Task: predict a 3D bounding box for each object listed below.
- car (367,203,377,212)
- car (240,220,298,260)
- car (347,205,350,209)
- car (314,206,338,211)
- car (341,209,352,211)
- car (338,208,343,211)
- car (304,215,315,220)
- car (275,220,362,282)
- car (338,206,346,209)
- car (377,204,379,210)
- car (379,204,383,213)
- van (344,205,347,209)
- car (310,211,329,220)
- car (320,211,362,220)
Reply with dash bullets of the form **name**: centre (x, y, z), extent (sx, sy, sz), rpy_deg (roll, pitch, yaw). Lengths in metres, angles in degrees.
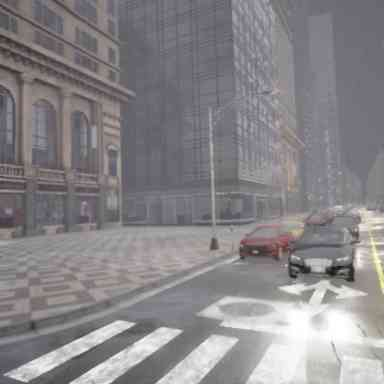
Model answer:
- **car**: centre (43.849, 4.095, 81.137), extent (1.994, 1.385, 4.181), rpy_deg (-4, -3, 27)
- **car**: centre (3.579, 2.239, 15.419), extent (1.887, 1.381, 4.507), rpy_deg (-3, -3, 27)
- **car**: centre (29.232, 3.624, 65.459), extent (2.192, 1.841, 5.009), rpy_deg (-3, -3, 27)
- **car**: centre (13.837, 2.673, 35.441), extent (2.192, 1.841, 5.009), rpy_deg (-3, -3, 27)
- **car**: centre (18.419, 2.932, 38.188), extent (1.895, 1.301, 4.718), rpy_deg (-4, -3, 28)
- **car**: centre (18.976, 3.231, 45.437), extent (2.008, 1.369, 4.403), rpy_deg (-3, -3, 27)
- **car**: centre (6.067, 2.383, 20.272), extent (1.752, 1.417, 4.829), rpy_deg (-3, -3, 27)
- **car**: centre (4.574, 1.937, 11.349), extent (2.128, 1.511, 4.902), rpy_deg (-4, -3, 27)
- **car**: centre (24.105, 3.436, 55.448), extent (1.967, 1.590, 4.097), rpy_deg (-3, -3, 27)
- **car**: centre (44.508, 3.615, 76.592), extent (2.192, 1.841, 5.009), rpy_deg (-3, -3, 27)
- **car**: centre (39.377, 3.305, 66.586), extent (2.192, 1.841, 5.009), rpy_deg (-3, -3, 27)
- **van**: centre (26.668, 3.494, 60.455), extent (1.690, 1.788, 3.998), rpy_deg (-3, -3, 27)
- **car**: centre (11.277, 2.739, 30.427), extent (1.887, 1.381, 4.507), rpy_deg (-3, -3, 27)
- **car**: centre (9.656, 2.256, 21.252), extent (1.882, 1.535, 5.008), rpy_deg (-4, -3, 27)
